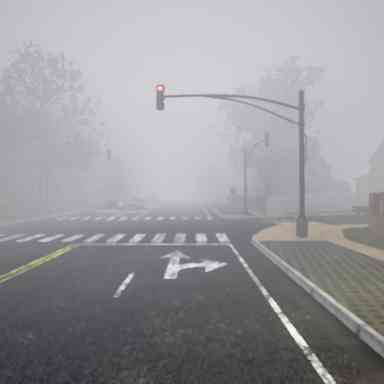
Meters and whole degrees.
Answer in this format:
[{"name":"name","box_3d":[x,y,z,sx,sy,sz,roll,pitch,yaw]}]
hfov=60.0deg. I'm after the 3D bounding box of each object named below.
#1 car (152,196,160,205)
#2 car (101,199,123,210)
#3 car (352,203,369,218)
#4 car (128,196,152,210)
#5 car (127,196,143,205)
[{"name":"car","box_3d":[-6.579,1.421,57.257,2.128,1.511,4.902,0,0,0]},{"name":"car","box_3d":[-9.855,1.505,41.361,1.994,1.385,4.181,0,0,0]},{"name":"car","box_3d":[12.849,1.010,21.082,4.718,1.301,1.895,-2,0,-6]},{"name":"car","box_3d":[-6.608,1.489,41.247,2.033,1.411,5.357,0,0,0]},{"name":"car","box_3d":[-9.825,1.434,57.770,1.837,1.490,4.892,0,0,0]}]
